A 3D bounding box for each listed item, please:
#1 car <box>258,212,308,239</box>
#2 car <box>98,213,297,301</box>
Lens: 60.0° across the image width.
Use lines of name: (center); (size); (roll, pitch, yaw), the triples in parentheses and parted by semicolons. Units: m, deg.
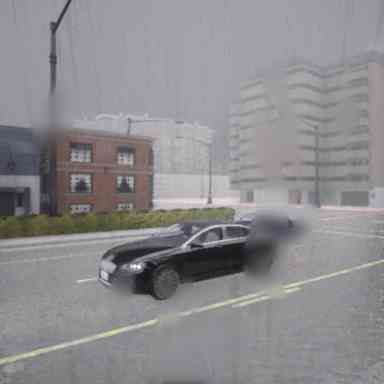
car: (2.961, 1.577, 14.762); (4.718, 1.301, 1.895); (0, 0, -36)
car: (0.152, 1.481, 8.422); (4.902, 1.511, 2.128); (0, 0, -36)
